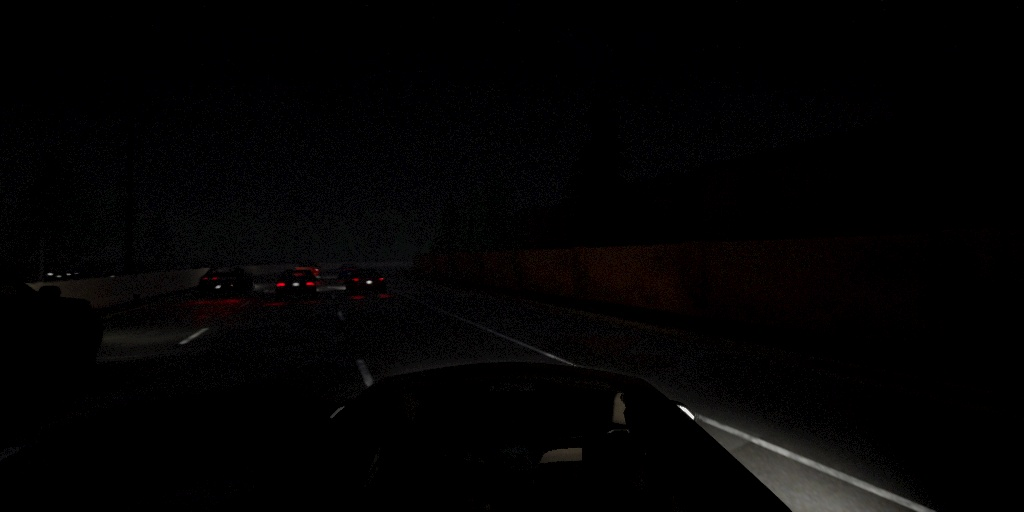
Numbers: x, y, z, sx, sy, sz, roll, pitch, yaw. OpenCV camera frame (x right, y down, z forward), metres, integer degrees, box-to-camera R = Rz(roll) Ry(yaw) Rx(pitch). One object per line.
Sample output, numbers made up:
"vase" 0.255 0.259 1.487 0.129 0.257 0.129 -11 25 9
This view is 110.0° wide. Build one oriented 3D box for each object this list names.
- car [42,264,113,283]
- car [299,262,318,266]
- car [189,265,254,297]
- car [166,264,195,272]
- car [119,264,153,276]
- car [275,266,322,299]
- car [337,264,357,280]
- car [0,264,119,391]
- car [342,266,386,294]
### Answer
"car" -37.482 1.429 31.137 1.837 1.490 4.892 0 -1 -23
"car" -19.434 1.367 34.290 2.097 1.767 4.553 1 -1 -26
"car" -16.011 1.376 20.248 2.128 1.511 4.902 1 -1 -28
"car" -31.272 1.502 34.404 1.812 1.442 4.674 0 -1 -23
"car" -34.004 1.449 31.937 1.837 1.490 4.892 0 -1 -24
"car" -11.580 1.437 19.422 2.033 1.411 5.357 1 -1 -28
"car" -16.499 1.524 36.248 1.882 1.535 5.008 0 -1 -26
"car" -7.069 0.969 3.786 2.150 2.045 5.566 1 -1 -28
"car" -9.107 1.490 22.202 1.994 1.385 4.181 1 -1 -28
